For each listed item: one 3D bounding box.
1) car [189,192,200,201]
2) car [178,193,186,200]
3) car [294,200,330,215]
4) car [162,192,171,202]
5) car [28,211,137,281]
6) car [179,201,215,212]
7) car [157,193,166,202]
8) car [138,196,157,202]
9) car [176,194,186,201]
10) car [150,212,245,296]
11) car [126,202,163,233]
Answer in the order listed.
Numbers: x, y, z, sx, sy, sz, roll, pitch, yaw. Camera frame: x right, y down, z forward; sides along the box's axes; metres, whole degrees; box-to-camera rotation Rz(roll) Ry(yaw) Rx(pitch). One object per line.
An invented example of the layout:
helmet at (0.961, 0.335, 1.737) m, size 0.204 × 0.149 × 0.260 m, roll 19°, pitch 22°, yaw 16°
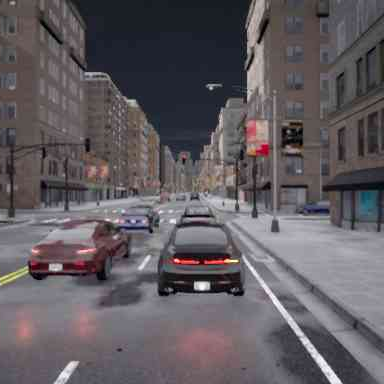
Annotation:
car at (0.630, 1.099, 75.389) m, size 2.150 × 2.045 × 5.566 m, roll 0°, pitch 0°, yaw 0°
car at (-2.539, 1.169, 85.805) m, size 1.882 × 1.535 × 5.008 m, roll 0°, pitch 0°, yaw 0°
car at (12.644, 1.577, 33.259) m, size 4.674 × 1.442 × 1.812 m, roll 0°, pitch -1°, yaw 2°
car at (-5.890, 1.112, 72.755) m, size 2.150 × 2.045 × 5.566 m, roll 0°, pitch 0°, yaw 0°
car at (-3.026, 1.518, 9.742) m, size 1.812 × 1.442 × 4.674 m, roll 0°, pitch 0°, yaw 1°
car at (0.292, 1.474, 18.002) m, size 2.128 × 1.511 × 4.902 m, roll 0°, pitch 0°, yaw -1°
car at (-6.090, 1.445, 57.375) m, size 1.812 × 1.442 × 4.674 m, roll 0°, pitch 1°, yaw 0°
car at (-6.209, 1.543, 44.240) m, size 1.895 × 1.301 × 4.718 m, roll 0°, pitch 0°, yaw 0°
car at (-2.617, 1.426, 75.803) m, size 1.994 × 1.385 × 4.181 m, roll 0°, pitch 0°, yaw 0°
car at (0.206, 1.498, 8.606) m, size 1.837 × 1.490 × 4.892 m, roll 0°, pitch 0°, yaw 0°
car at (-2.957, 1.529, 19.310) m, size 2.033 × 1.411 × 5.357 m, roll 0°, pitch 0°, yaw 0°
